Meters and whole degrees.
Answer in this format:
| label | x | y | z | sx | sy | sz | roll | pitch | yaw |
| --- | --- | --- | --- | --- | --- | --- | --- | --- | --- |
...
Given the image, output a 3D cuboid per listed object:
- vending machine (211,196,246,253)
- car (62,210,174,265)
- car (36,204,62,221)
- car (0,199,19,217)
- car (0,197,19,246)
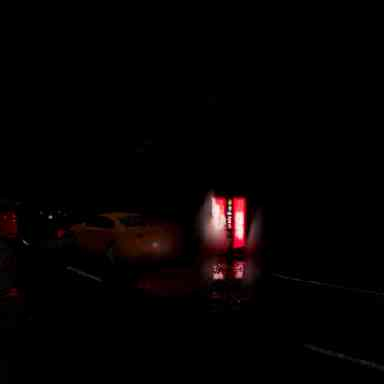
| label | x | y | z | sx | sy | sz | roll | pitch | yaw |
| --- | --- | --- | --- | --- | --- | --- | --- | --- | --- |
| vending machine | 1.423 | 1.195 | 12.958 | 1.100 | 2.100 | 0.880 | 0 | 0 | -43 |
| car | -2.707 | 1.477 | 11.951 | 1.882 | 1.535 | 5.008 | 0 | 0 | -41 |
| car | -11.782 | 1.601 | 27.390 | 1.895 | 1.301 | 4.718 | 0 | 0 | -26 |
| car | -18.200 | 1.478 | 32.712 | 1.882 | 1.535 | 5.008 | 0 | 0 | -26 |
| car | -9.053 | 1.221 | 14.670 | 2.150 | 2.045 | 5.566 | 0 | 0 | -32 |
